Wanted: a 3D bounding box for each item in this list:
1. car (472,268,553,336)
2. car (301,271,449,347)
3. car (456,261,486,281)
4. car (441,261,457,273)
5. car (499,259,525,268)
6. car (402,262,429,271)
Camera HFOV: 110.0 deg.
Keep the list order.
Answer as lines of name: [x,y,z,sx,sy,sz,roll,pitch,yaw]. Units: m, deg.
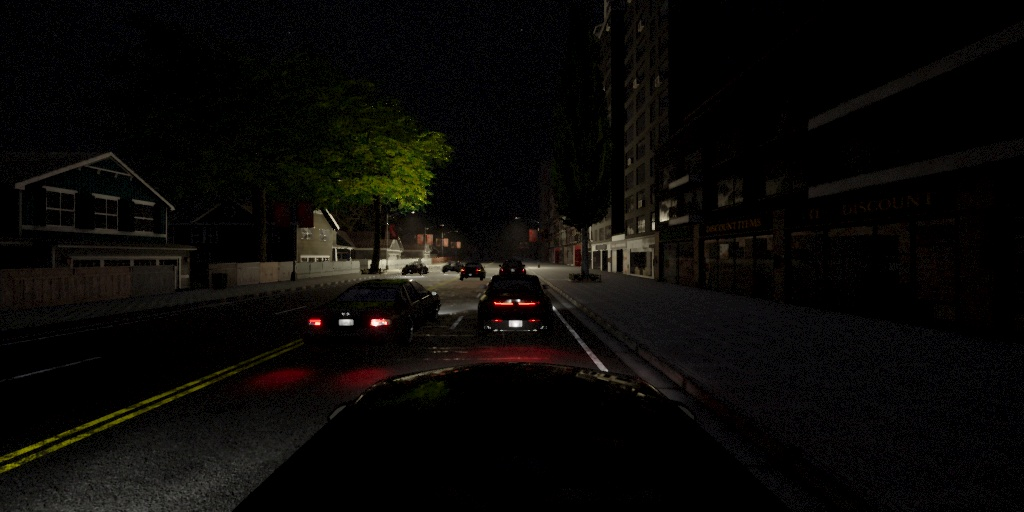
car: [0.072,1.254,10.365,1.837,1.490,4.892,0,0,0]
car: [-3.168,1.297,9.269,2.033,1.411,5.357,0,0,-1]
car: [-3.247,1.265,30.172,1.812,1.442,4.674,0,0,0]
car: [-6.734,1.278,41.205,2.033,1.411,5.357,0,0,0]
car: [0.012,1.093,28.646,2.097,1.767,4.553,0,0,-1]
car: [-9.970,1.299,37.105,1.994,1.385,4.181,0,0,0]
